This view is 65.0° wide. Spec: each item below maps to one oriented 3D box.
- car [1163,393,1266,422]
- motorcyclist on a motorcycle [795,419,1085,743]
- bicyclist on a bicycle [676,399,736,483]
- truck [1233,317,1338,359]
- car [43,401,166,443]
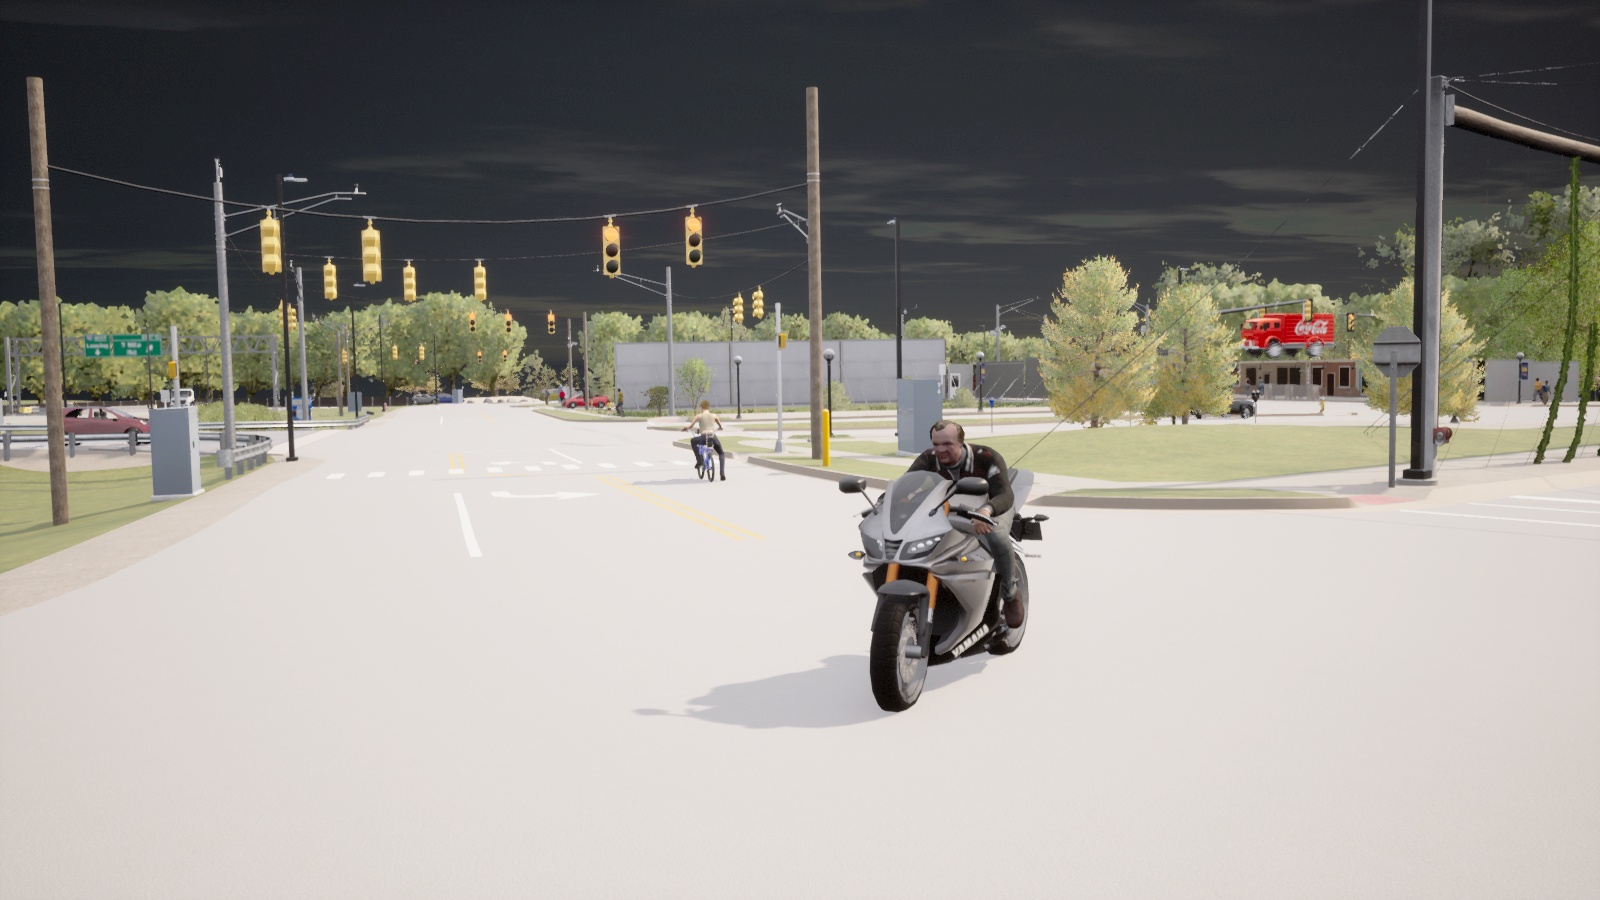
[{"bbox_3d":[22.139,-2.280,67.072,4.902,1.511,2.128,-1,3,-20],"label":"car"},{"bbox_3d":[0.897,0.608,7.231,0.866,1.530,2.191,0,3,29],"label":"motorcyclist on a motorcycle"},{"bbox_3d":[-1.883,-0.204,24.952,0.866,1.612,1.509,-2,3,-16],"label":"bicyclist on a bicycle"},{"bbox_3d":[29.025,-6.715,75.109,5.204,2.467,2.627,-2,6,-15],"label":"truck"},{"bbox_3d":[-26.070,-1.075,47.189,3.633,1.501,1.845,-1,3,-11],"label":"car"}]
